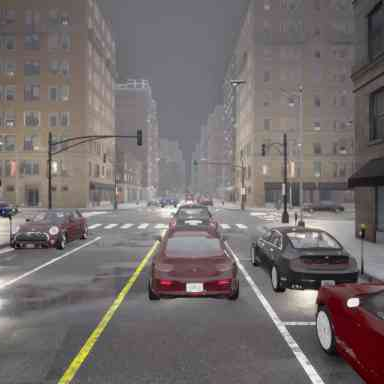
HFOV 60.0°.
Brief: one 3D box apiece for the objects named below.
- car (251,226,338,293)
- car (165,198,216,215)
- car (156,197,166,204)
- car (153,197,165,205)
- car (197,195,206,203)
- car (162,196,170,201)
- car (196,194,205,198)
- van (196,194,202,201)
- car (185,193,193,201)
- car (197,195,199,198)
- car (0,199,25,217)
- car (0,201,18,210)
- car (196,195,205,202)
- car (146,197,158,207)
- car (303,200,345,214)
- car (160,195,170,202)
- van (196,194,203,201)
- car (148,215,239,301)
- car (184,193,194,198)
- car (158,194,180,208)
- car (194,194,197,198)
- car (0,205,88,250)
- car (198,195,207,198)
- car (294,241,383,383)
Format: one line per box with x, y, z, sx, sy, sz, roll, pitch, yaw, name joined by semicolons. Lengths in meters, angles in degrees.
2.649;1.553;8.667;2.008;1.369;4.403;0;0;0;car
0.050;1.357;15.686;2.097;1.767;4.553;0;0;0;car
-6.351;1.665;69.013;1.802;1.307;4.206;0;0;-1;car
-6.282;1.613;63.506;1.887;1.381;4.507;0;0;-1;car
2.105;1.541;74.621;1.967;1.590;4.097;0;0;-1;car
-6.558;1.721;85.536;1.802;1.307;4.206;0;0;-1;car
2.240;1.595;63.777;1.752;1.417;4.829;0;0;-1;car
1.899;1.504;91.141;1.690;1.788;3.998;0;0;-1;van
-0.759;1.383;90.035;2.150;2.045;5.566;0;0;-1;car
2.312;1.622;58.100;1.947;1.339;4.313;0;0;-1;car
-18.061;1.416;30.095;4.902;1.511;2.128;0;0;-1;car
-17.181;1.123;26.855;5.566;2.045;2.150;0;0;0;car
2.036;1.560;80.126;1.967;1.590;4.097;0;0;-1;car
-6.144;1.595;52.490;2.008;1.369;4.403;0;0;-1;car
14.598;1.648;37.093;4.674;1.442;1.812;0;0;1;car
-6.488;1.559;80.029;1.967;1.590;4.097;0;0;-1;car
1.968;1.481;85.634;1.690;1.788;3.998;0;0;-1;van
0.010;1.528;8.205;1.812;1.442;4.674;0;0;-1;car
-0.625;1.342;79.317;2.150;2.045;5.566;0;0;-1;car
-3.349;1.261;49.250;2.150;2.045;5.566;0;0;-1;car
2.175;1.399;69.114;2.192;1.841;5.009;0;0;-1;car
-5.893;1.445;14.129;1.967;1.590;4.097;0;0;0;car
2.380;1.590;52.593;1.887;1.381;4.507;0;0;-1;car
2.666;1.545;3.176;1.887;1.381;4.507;0;0;0;car
